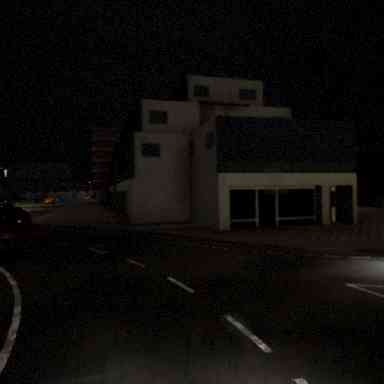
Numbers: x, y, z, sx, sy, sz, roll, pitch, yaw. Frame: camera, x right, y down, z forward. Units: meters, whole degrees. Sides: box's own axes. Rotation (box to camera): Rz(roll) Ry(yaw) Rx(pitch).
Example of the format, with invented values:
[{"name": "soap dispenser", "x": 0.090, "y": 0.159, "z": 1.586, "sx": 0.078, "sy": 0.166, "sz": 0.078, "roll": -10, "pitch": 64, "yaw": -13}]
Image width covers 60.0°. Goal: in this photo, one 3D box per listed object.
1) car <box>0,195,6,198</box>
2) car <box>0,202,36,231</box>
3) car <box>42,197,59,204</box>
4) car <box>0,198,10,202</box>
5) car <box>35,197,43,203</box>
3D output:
[{"name": "car", "x": -44.764, "y": 1.632, "z": 77.108, "sx": 2.150, "sy": 2.045, "sz": 5.566, "roll": -1, "pitch": 0, "yaw": -16}, {"name": "car", "x": -12.452, "y": 1.689, "z": 22.157, "sx": 5.008, "sy": 1.535, "sz": 1.882, "roll": -1, "pitch": 0, "yaw": 42}, {"name": "car", "x": -32.709, "y": 2.030, "z": 76.927, "sx": 1.882, "sy": 1.535, "sz": 5.008, "roll": -1, "pitch": 0, "yaw": -16}, {"name": "car", "x": -28.581, "y": 2.048, "z": 51.078, "sx": 1.994, "sy": 1.385, "sz": 4.181, "roll": -1, "pitch": 0, "yaw": -17}, {"name": "car", "x": -38.897, "y": 2.020, "z": 85.493, "sx": 2.097, "sy": 1.767, "sz": 4.553, "roll": -1, "pitch": 0, "yaw": -16}]
